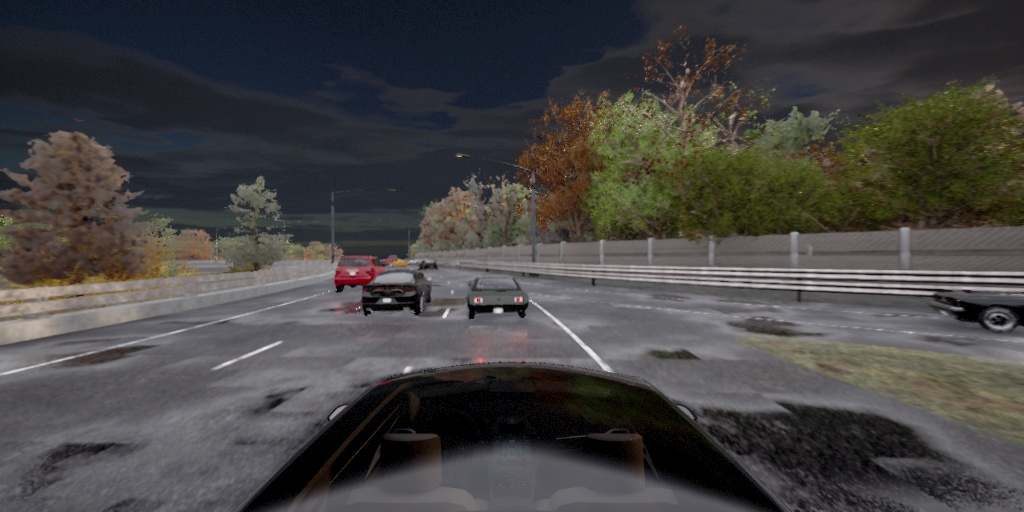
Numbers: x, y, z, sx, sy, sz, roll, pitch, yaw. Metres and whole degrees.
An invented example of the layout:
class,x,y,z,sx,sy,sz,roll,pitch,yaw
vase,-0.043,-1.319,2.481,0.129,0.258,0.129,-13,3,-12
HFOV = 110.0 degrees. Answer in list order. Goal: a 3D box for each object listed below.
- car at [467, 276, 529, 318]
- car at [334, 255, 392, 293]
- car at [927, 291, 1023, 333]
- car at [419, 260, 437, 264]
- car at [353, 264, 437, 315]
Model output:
class,x,y,z,sx,sy,sz,roll,pitch,yaw
car,-0.650,1.350,12.969,1.895,1.301,4.718,0,0,-6
car,-8.990,1.017,21.716,2.150,2.045,5.566,0,0,-11
car,13.906,1.266,8.815,4.718,1.301,1.895,0,0,34
car,-12.295,1.281,52.367,1.882,1.535,5.008,0,0,-26
car,-4.206,1.248,13.751,1.882,1.535,5.008,0,0,-6
